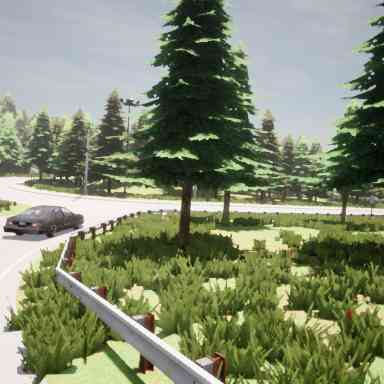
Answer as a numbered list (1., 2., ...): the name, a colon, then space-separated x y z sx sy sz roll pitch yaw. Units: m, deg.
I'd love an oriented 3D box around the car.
1. car: -7.387 1.407 17.281 2.033 1.411 5.357 4 1 3
